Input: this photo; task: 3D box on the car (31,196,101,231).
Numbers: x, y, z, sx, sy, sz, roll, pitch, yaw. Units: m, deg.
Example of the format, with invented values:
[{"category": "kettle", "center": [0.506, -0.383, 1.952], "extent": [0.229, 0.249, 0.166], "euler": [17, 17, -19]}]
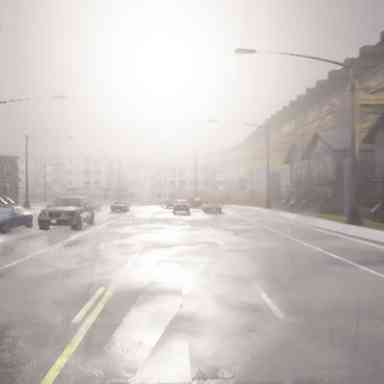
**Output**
[{"category": "car", "center": [-7.783, 1.275, 21.270], "extent": [2.150, 2.045, 5.566], "euler": [0, 0, -2]}]

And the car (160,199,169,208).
[{"category": "car", "center": [-3.178, 1.621, 47.641], "extent": [1.895, 1.301, 4.718], "euler": [0, 0, -20]}]

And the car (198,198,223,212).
[{"category": "car", "center": [2.192, 1.584, 37.620], "extent": [1.895, 1.301, 4.718], "euler": [0, 0, -4]}]

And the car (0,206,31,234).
[{"category": "car", "center": [-11.242, 1.604, 20.075], "extent": [1.812, 1.442, 4.674], "euler": [0, 0, -2]}]

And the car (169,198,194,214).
[{"category": "car", "center": [-1.205, 1.554, 36.191], "extent": [2.033, 1.411, 5.357], "euler": [0, 0, -3]}]

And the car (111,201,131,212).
[{"category": "car", "center": [-8.335, 1.712, 39.056], "extent": [1.895, 1.301, 4.718], "euler": [0, 0, -5]}]

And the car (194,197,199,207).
[{"category": "car", "center": [0.334, 1.521, 48.214], "extent": [1.812, 1.442, 4.674], "euler": [0, 0, -20]}]

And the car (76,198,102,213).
[{"category": "car", "center": [-11.818, 1.566, 38.637], "extent": [1.882, 1.535, 5.008], "euler": [0, 0, -5]}]
